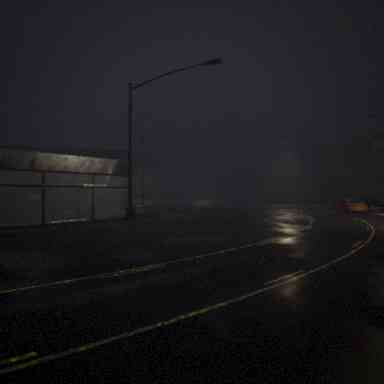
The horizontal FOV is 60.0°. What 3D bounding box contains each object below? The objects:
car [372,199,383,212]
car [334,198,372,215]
[{"bbox_3d":[20.173,1.492,38.659,2.128,1.511,4.902,0,0,-3],"label":"car"},{"bbox_3d":[16.396,1.478,34.617,1.882,1.535,5.008,0,0,5],"label":"car"}]
